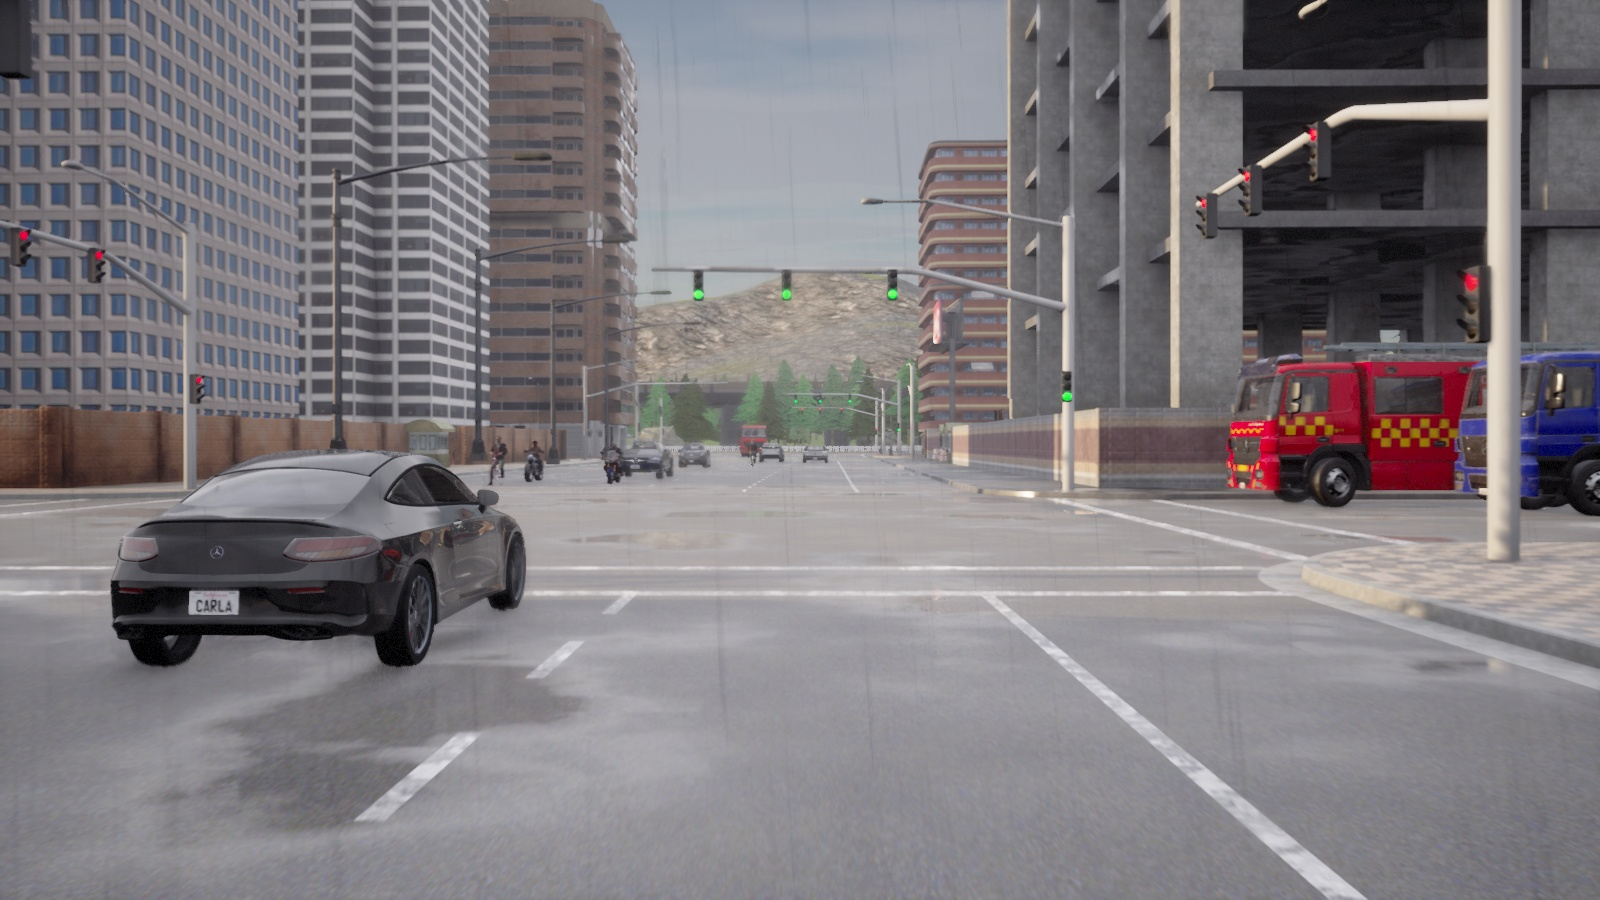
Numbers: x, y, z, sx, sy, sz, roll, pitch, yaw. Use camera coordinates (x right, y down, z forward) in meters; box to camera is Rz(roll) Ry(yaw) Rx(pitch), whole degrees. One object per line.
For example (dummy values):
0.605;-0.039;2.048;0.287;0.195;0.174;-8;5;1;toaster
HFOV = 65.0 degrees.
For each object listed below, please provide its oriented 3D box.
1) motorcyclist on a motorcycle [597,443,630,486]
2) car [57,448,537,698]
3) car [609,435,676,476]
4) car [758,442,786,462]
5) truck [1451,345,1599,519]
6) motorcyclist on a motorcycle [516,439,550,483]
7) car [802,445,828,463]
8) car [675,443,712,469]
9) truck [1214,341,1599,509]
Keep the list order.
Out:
-6.862;0.515;46.270;0.866;1.530;2.191;0;0;1;motorcyclist on a motorcycle
-3.433;0.715;9.683;1.812;1.442;4.674;0;0;0;car
-6.701;0.216;53.866;2.152;1.651;5.027;0;0;1;car
-2.219;0.131;99.388;2.007;1.525;4.514;0;0;1;car
18.440;-0.370;26.464;7.936;3.462;2.891;0;0;1;truck
-10.315;0.415;48.590;0.766;1.649;2.350;0;0;1;motorcyclist on a motorcycle
1.181;0.314;94.726;1.895;1.301;4.718;0;0;1;car
-6.268;0.336;74.464;1.845;1.501;3.633;0;0;1;car
14.602;-0.575;30.006;8.468;3.827;2.891;0;0;1;truck
